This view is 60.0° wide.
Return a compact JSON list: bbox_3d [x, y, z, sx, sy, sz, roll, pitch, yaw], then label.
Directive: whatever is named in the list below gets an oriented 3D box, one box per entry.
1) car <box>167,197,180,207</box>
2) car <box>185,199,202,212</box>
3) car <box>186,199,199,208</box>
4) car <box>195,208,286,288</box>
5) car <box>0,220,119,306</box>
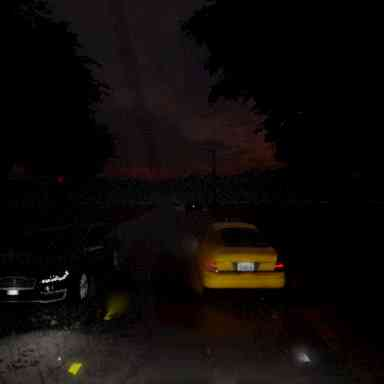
[{"bbox_3d":[-2.898,1.567,52.793,1.882,1.535,5.008,0,0,0],"label":"car"},{"bbox_3d":[0.160,1.587,38.920,1.994,1.385,4.181,0,0,0],"label":"car"},{"bbox_3d":[0.100,1.670,48.966,1.895,1.301,4.718,0,0,0],"label":"car"},{"bbox_3d":[1.068,1.448,9.127,1.801,1.575,5.366,0,0,0],"label":"car"},{"bbox_3d":[-3.084,1.500,8.173,1.837,1.490,4.892,0,0,0],"label":"car"}]
